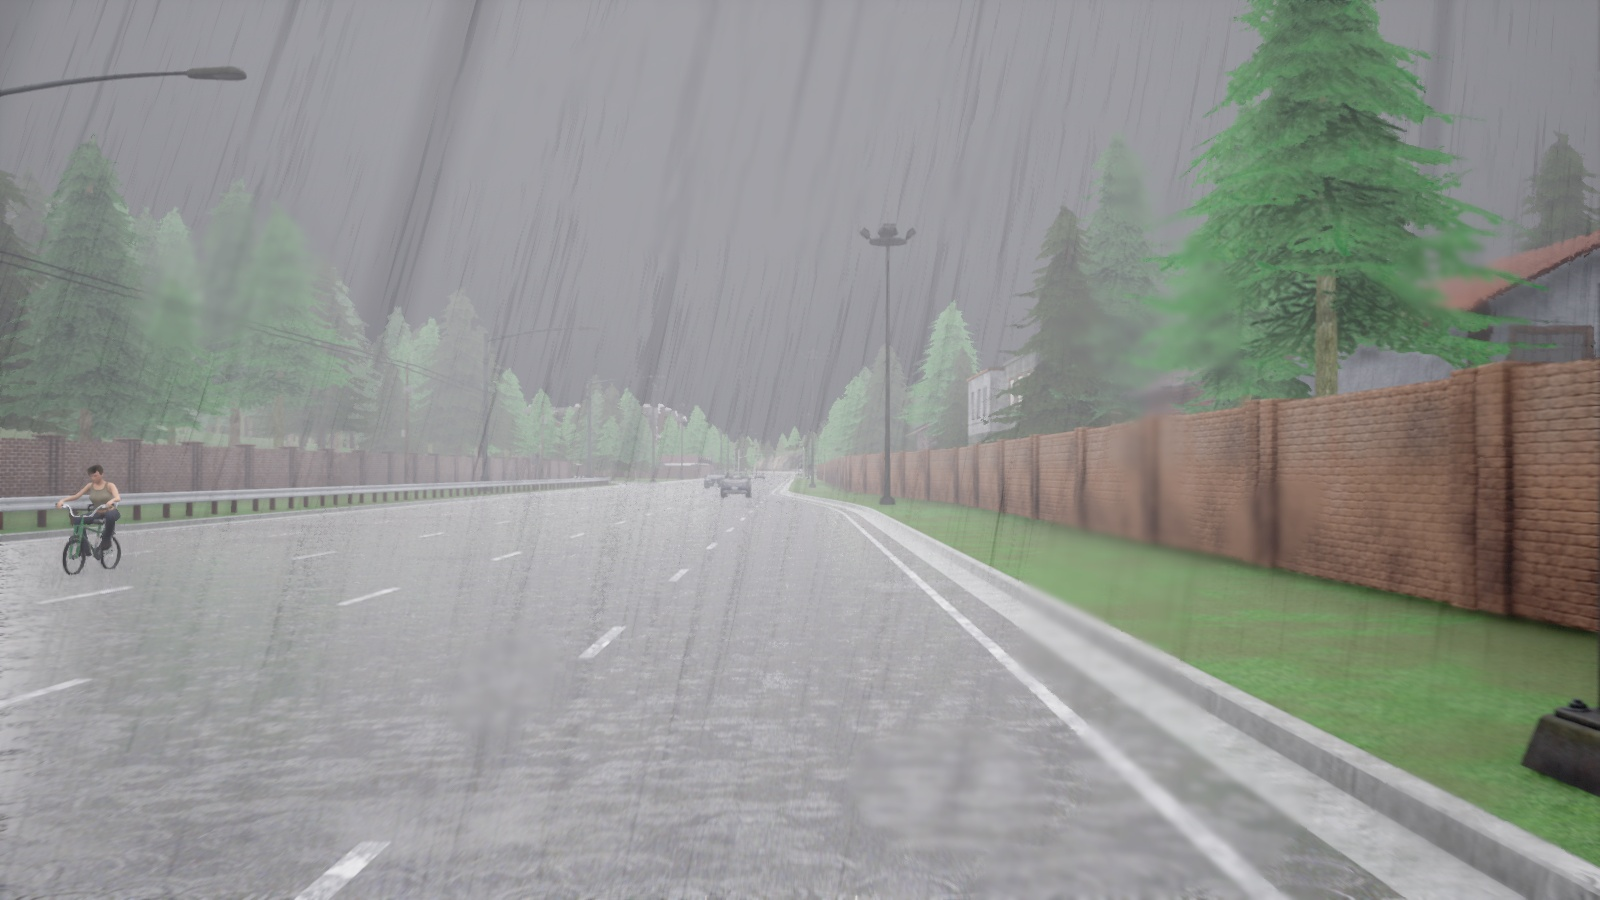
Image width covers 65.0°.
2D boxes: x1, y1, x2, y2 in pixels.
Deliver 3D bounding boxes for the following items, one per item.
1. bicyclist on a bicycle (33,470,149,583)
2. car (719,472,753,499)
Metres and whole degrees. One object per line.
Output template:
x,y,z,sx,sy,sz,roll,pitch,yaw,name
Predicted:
-10.541,1.107,18.737,0.866,1.612,1.509,0,-1,0,bicyclist on a bicycle
-3.678,2.026,72.721,1.789,1.549,3.705,0,-1,0,car
